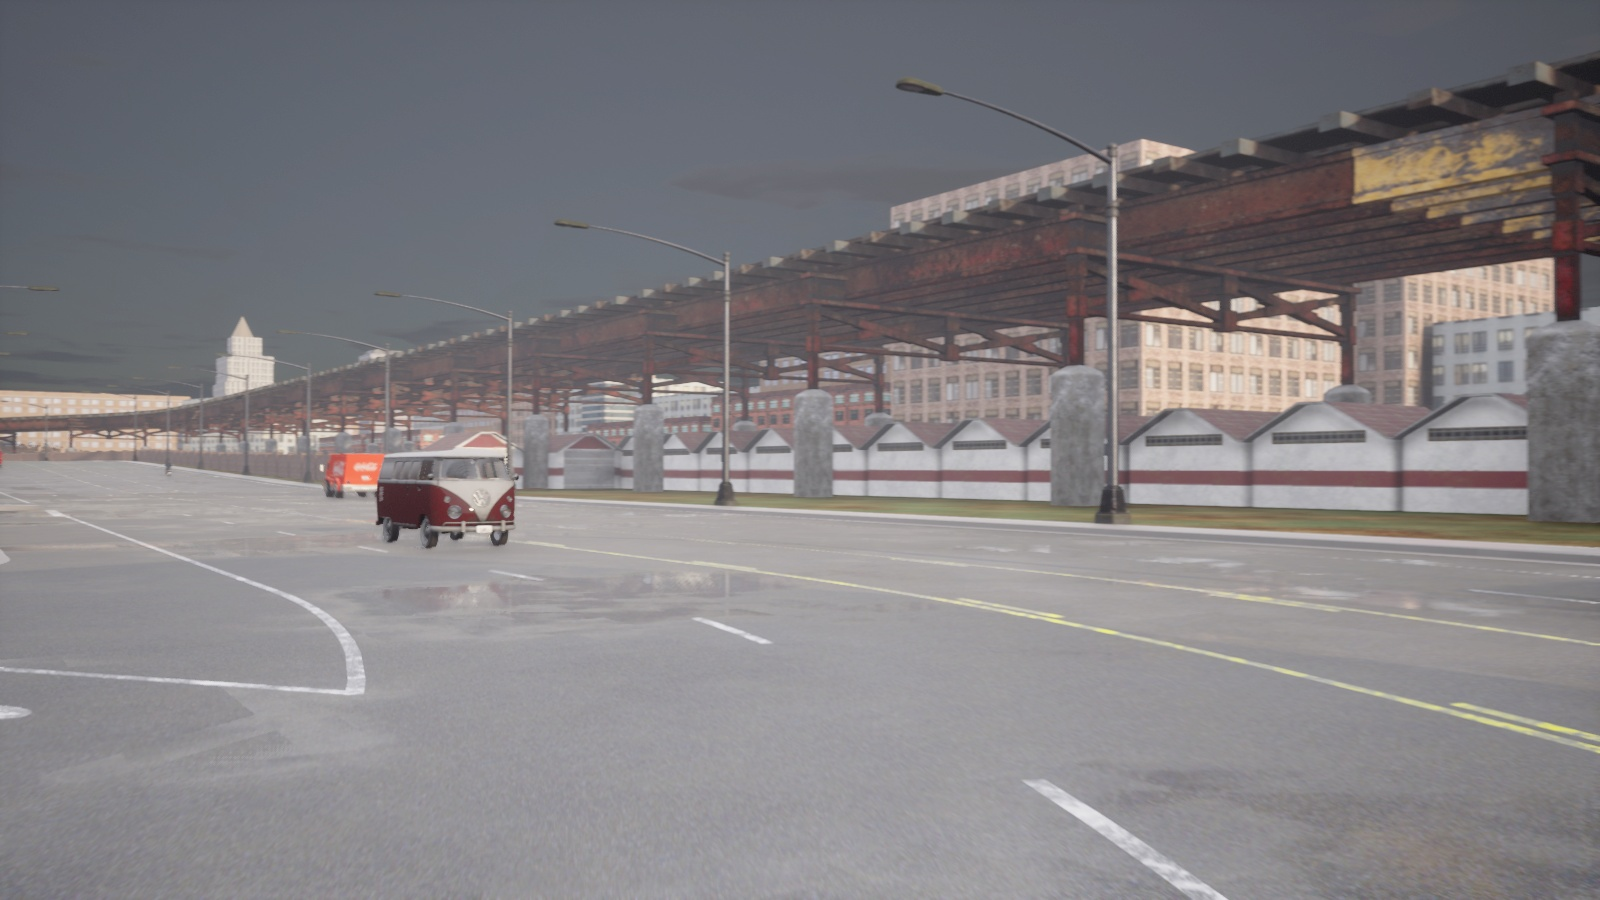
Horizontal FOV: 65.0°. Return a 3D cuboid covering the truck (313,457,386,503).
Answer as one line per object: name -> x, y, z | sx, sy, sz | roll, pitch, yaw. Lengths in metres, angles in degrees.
truck -> -25.365, 1.647, 70.554 | 2.627, 2.467, 5.204 | 0, -1, -35

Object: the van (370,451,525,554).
van -> -7.493, 1.050, 26.414 | 1.775, 1.987, 4.442 | 0, -1, -35
